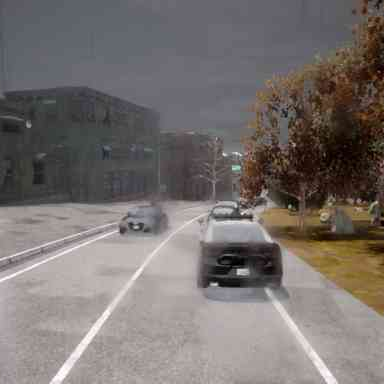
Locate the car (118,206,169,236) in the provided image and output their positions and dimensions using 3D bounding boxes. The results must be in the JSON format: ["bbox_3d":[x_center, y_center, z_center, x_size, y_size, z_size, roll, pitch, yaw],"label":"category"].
[{"bbox_3d":[-2.472,1.483,17.894,1.994,1.385,4.181,0,0,6],"label":"car"}]

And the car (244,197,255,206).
[{"bbox_3d":[6.743,1.488,44.537,1.895,1.301,4.718,2,0,20],"label":"car"}]

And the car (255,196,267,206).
[{"bbox_3d":[11.242,1.452,55.796,1.837,1.490,4.892,3,1,26],"label":"car"}]

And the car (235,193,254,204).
[{"bbox_3d":[9.335,1.190,58.879,2.097,1.767,4.553,3,1,26],"label":"car"}]

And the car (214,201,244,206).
[{"bbox_3d":[1.839,1.478,18.997,1.812,1.442,4.674,1,0,6],"label":"car"}]

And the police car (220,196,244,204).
[{"bbox_3d":[2.670,1.356,24.940,1.930,1.638,5.238,1,0,9],"label":"police car"}]

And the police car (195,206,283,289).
[{"bbox_3d":[1.128,1.406,9.294,1.930,1.638,5.238,0,0,2],"label":"police car"}]
